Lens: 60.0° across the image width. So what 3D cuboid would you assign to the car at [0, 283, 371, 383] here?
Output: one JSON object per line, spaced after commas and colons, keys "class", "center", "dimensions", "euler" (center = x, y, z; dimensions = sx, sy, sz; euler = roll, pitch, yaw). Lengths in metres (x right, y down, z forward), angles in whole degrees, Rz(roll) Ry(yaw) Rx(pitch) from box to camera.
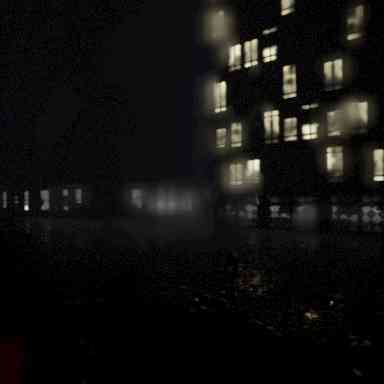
{"class": "car", "center": [-0.510, 1.604, 3.248], "dimensions": [4.206, 1.307, 1.802], "euler": [-1, -1, 36]}
